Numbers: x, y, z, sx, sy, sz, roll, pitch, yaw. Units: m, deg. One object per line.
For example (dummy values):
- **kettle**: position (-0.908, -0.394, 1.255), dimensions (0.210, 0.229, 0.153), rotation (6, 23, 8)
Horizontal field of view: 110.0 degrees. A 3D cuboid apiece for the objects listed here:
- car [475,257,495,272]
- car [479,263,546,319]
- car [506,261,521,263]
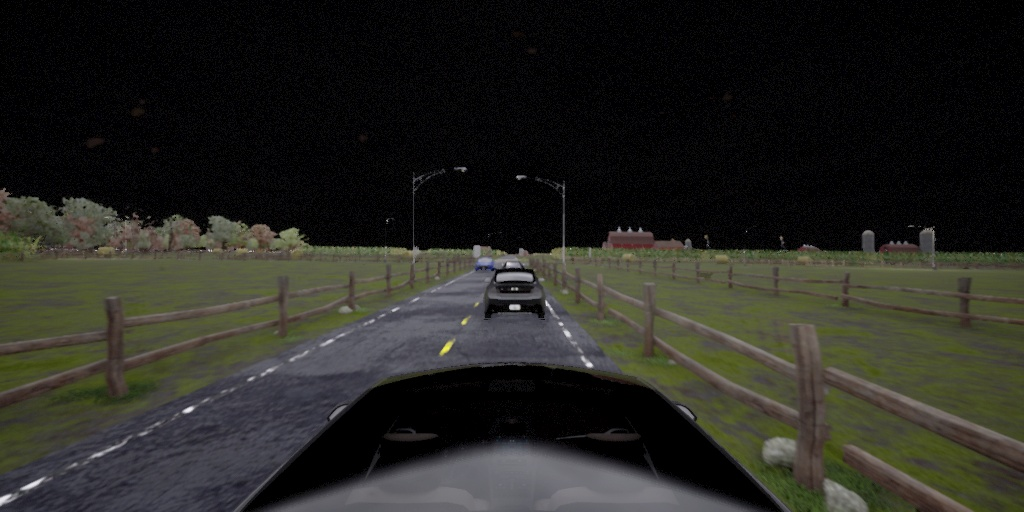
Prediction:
- **car**: position (-2.832, 0.883, 38.290), dimensions (1.882, 1.535, 5.008), rotation (0, 1, 0)
- **car**: position (0.088, 1.153, 12.292), dimensions (1.837, 1.490, 4.892), rotation (0, 0, 0)
- **car**: position (0.091, 1.067, 27.815), dimensions (1.994, 1.385, 4.181), rotation (0, 1, 0)
